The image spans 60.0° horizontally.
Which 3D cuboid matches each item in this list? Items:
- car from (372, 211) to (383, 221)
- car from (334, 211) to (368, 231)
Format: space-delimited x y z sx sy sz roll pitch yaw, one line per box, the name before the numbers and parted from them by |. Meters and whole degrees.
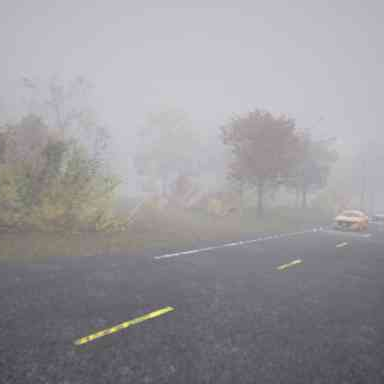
car | 24.276 3.099 42.257 2.033 1.411 5.357 3 0 37
car | 13.267 2.310 27.637 1.882 1.535 5.008 3 0 37
